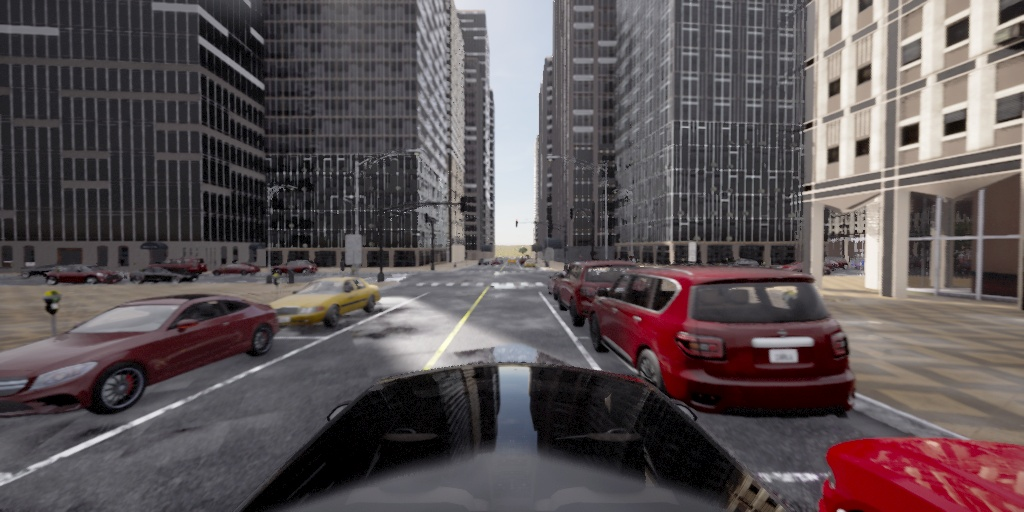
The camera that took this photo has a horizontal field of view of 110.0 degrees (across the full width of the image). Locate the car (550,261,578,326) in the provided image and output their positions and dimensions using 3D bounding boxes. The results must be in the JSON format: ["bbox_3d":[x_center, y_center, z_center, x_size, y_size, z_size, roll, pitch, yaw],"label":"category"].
[{"bbox_3d":[2.689,1.054,11.540,2.192,1.841,5.009,0,0,0],"label":"car"}]

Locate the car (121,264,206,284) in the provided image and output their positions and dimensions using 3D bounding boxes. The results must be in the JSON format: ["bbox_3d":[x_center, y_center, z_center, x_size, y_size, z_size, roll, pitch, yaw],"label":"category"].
[{"bbox_3d":[-27.495,1.516,28.420,4.313,1.339,1.948,0,0,-5],"label":"car"}]

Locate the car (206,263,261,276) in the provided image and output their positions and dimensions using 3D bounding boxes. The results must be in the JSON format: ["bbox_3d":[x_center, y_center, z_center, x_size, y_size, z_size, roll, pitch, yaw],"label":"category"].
[{"bbox_3d":[-28.205,1.352,36.778,4.207,1.307,1.802,0,0,-5],"label":"car"}]

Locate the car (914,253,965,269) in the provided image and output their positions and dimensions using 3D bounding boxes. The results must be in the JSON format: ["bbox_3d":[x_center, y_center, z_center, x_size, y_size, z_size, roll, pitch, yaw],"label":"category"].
[{"bbox_3d":[49.875,0.446,41.281,4.553,1.767,2.097,0,1,-5],"label":"car"}]

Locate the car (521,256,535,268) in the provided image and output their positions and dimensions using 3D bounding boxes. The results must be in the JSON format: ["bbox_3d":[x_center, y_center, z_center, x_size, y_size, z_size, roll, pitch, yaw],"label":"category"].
[{"bbox_3d":[2.807,1.200,56.703,1.751,1.417,4.829,0,0,0],"label":"car"}]

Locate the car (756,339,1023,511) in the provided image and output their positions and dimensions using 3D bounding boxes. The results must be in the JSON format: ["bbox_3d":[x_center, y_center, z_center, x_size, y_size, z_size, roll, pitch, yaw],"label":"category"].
[{"bbox_3d":[2.692,1.297,0.288,1.888,1.381,4.507,0,0,0],"label":"car"}]

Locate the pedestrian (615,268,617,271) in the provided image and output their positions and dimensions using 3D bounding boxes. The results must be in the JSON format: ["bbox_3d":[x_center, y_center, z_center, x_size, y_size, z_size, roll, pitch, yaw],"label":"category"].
[{"bbox_3d":[6.954,1.253,23.720,0.500,1.100,0.500,-1,1,0],"label":"pedestrian"}]

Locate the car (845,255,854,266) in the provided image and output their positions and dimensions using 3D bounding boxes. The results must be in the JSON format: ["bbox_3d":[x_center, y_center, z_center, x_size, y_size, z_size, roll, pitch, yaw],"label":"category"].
[{"bbox_3d":[37.692,0.825,42.875,4.097,1.591,1.967,0,0,-5],"label":"car"}]

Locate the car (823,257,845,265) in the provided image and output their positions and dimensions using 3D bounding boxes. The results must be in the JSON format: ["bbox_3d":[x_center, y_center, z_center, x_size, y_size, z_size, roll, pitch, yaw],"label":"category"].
[{"bbox_3d":[33.647,0.992,39.865,4.674,1.442,1.812,0,1,-5],"label":"car"}]

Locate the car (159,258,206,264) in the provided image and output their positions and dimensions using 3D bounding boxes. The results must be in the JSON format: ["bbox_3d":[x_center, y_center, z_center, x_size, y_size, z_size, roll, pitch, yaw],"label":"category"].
[{"bbox_3d":[-33.830,1.117,36.253,5.009,1.841,2.192,0,0,-5],"label":"car"}]

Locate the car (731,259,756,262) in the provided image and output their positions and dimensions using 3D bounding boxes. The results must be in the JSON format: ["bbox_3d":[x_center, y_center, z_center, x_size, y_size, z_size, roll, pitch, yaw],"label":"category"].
[{"bbox_3d":[26.431,1.017,41.831,4.313,1.339,1.948,0,0,-5],"label":"car"}]

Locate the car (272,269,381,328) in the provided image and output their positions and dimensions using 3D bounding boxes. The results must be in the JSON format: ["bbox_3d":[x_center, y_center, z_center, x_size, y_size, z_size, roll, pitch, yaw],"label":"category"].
[{"bbox_3d":[-5.692,1.264,11.368,1.751,1.417,4.829,0,0,0],"label":"car"}]

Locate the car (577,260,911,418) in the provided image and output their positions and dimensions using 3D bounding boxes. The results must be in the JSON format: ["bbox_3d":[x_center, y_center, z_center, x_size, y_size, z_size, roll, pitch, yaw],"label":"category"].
[{"bbox_3d":[2.691,1.060,5.914,2.192,1.841,5.009,0,0,0],"label":"car"}]

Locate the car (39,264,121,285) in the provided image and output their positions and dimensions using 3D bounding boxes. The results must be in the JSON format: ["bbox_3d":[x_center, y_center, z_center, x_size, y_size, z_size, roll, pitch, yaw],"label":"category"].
[{"bbox_3d":[-33.112,1.422,27.899,4.097,1.591,1.967,0,0,-5],"label":"car"}]

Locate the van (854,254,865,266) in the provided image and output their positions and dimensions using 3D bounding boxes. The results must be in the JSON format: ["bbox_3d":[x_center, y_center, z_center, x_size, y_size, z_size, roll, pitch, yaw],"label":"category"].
[{"bbox_3d":[43.323,0.693,43.396,3.998,1.789,1.690,0,0,-5],"label":"van"}]

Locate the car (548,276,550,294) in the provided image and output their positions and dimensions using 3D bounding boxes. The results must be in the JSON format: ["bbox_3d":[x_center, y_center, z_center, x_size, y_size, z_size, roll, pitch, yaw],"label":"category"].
[{"bbox_3d":[2.688,1.314,17.165,1.802,1.307,4.207,0,0,0],"label":"car"}]

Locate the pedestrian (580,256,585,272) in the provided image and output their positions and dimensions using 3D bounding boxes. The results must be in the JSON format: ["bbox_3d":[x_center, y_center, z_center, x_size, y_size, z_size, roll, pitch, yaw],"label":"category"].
[{"bbox_3d":[4.914,0.863,24.911,0.375,1.860,0.375,-1,1,0],"label":"pedestrian"}]

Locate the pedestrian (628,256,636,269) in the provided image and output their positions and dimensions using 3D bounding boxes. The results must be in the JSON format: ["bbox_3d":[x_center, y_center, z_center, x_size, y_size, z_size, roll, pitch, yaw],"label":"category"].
[{"bbox_3d":[8.130,0.900,24.313,0.375,1.860,0.375,-1,1,0],"label":"pedestrian"}]

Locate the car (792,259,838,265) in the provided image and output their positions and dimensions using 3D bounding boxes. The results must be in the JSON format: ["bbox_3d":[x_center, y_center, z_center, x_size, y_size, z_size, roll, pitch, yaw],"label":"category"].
[{"bbox_3d":[27.376,1.212,33.504,4.207,1.307,1.802,0,0,-5],"label":"car"}]

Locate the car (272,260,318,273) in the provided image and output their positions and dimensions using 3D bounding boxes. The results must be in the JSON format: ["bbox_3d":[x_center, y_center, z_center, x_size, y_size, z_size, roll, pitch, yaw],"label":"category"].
[{"bbox_3d":[-22.580,1.177,37.301,4.097,1.591,1.967,0,0,-5],"label":"car"}]

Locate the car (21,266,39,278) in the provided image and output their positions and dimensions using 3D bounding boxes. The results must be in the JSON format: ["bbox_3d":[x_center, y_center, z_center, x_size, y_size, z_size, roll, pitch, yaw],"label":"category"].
[{"bbox_3d":[-45.082,1.432,35.211,4.313,1.339,1.948,0,0,-5],"label":"car"}]

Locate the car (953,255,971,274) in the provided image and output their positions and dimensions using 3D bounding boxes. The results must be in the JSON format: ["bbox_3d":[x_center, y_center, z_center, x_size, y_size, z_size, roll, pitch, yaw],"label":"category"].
[{"bbox_3d":[44.256,0.971,35.068,4.097,1.591,1.967,0,0,-5],"label":"car"}]

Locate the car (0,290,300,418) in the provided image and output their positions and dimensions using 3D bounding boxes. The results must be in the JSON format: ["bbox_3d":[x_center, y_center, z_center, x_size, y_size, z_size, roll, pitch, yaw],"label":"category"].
[{"bbox_3d":[-5.691,1.327,5.913,1.802,1.307,4.207,0,0,0],"label":"car"}]
